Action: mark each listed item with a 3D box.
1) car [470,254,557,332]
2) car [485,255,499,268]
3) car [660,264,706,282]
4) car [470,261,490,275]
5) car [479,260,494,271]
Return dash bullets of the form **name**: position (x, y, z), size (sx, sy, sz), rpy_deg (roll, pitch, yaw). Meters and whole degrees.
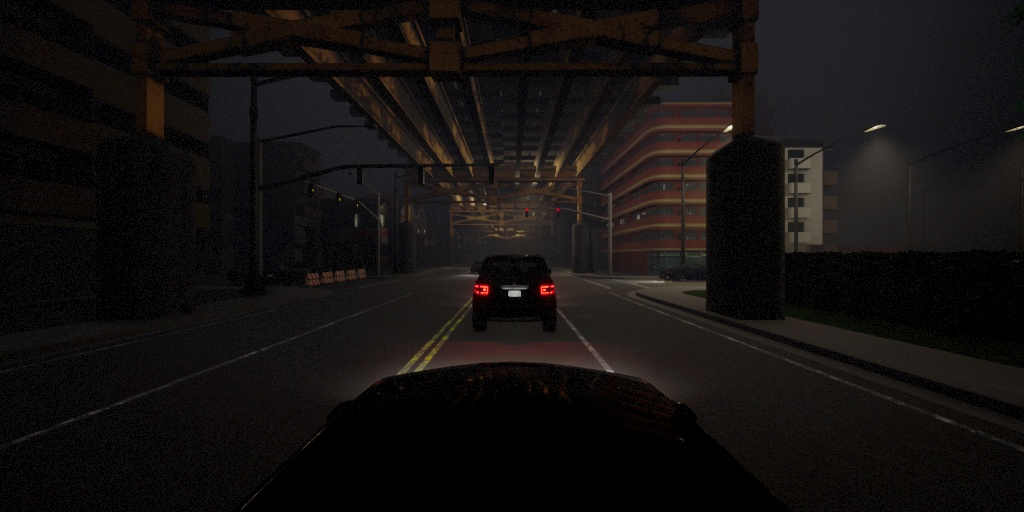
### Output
- **car**: position (0.076, 0.971, 11.054), size (2.150, 2.045, 5.566), rpy_deg (0, 0, 0)
- **car**: position (-3.521, 0.946, 63.241), size (2.150, 2.045, 5.566), rpy_deg (0, 1, 1)
- **car**: position (13.860, 1.314, 28.089), size (4.181, 1.385, 1.994), rpy_deg (0, 0, 0)
- **car**: position (-3.569, 1.276, 40.690), size (1.812, 1.442, 4.674), rpy_deg (0, 0, 0)
- **car**: position (-3.556, 1.276, 50.779), size (1.812, 1.442, 4.674), rpy_deg (0, 0, 0)
